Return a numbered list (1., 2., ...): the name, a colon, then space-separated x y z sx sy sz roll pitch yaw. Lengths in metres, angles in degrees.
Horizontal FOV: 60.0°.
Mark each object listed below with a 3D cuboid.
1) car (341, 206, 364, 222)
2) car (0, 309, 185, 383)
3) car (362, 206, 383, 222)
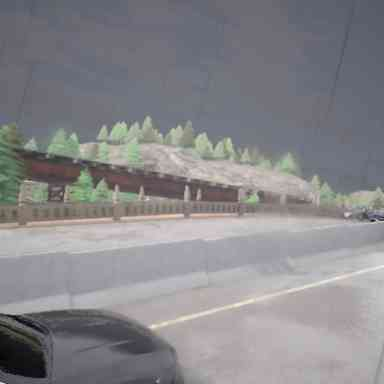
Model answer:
1. car: 16.776 2.160 33.136 4.902 1.511 2.128 5 -3 -35
2. car: -2.302 1.504 2.105 4.892 1.490 1.837 0 0 -35
3. car: 17.795 2.134 29.568 5.357 1.411 2.033 4 -3 -35
